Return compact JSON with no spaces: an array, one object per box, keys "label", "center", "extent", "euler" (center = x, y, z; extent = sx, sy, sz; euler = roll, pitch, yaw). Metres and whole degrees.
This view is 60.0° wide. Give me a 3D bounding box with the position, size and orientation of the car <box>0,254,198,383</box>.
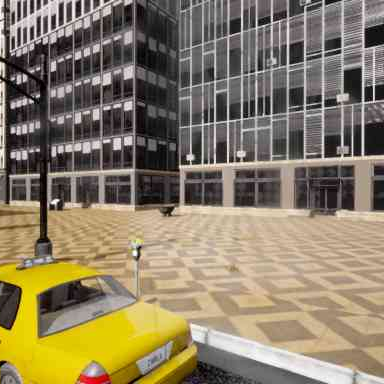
[{"label":"car","center":[-2.218,1.525,4.472],"extent":[4.829,1.417,1.752],"euler":[0,0,36]}]
